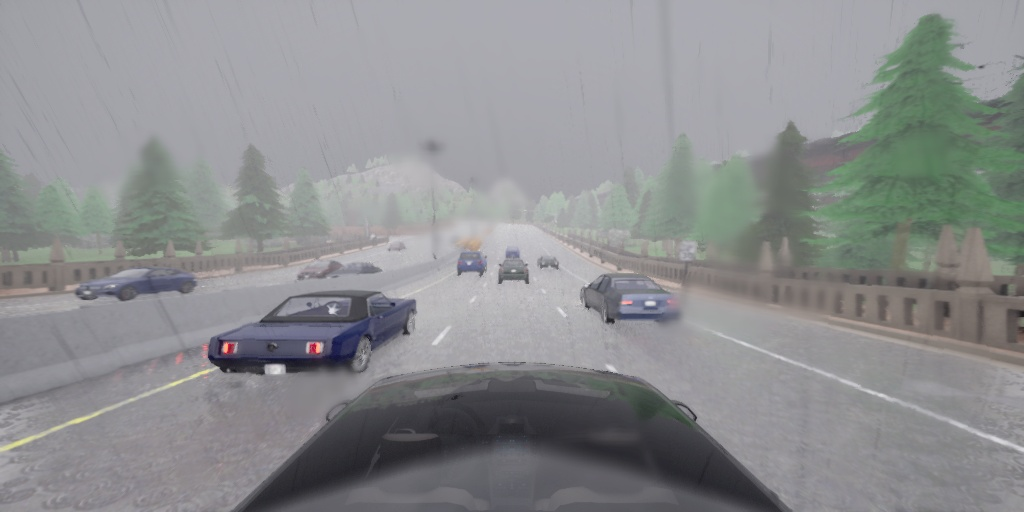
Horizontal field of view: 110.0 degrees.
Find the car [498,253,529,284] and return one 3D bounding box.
[{"bbox_3d":[0.101,0.914,25.701,2.097,1.767,4.553,0,2,0],"label":"car"}]

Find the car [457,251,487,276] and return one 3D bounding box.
[{"bbox_3d":[-3.403,0.537,31.203,2.150,2.045,5.566,0,3,0],"label":"car"}]

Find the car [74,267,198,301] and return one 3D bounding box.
[{"bbox_3d":[-17.600,1.250,17.184,1.812,1.442,4.674,0,0,0],"label":"car"}]

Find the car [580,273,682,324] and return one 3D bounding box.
[{"bbox_3d":[3.599,1.278,11.839,2.033,1.411,5.357,0,0,0],"label":"car"}]

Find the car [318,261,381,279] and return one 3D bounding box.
[{"bbox_3d":[-10.601,1.148,24.491,2.033,1.411,5.357,0,2,0],"label":"car"}]

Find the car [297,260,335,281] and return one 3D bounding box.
[{"bbox_3d":[-14.098,1.042,26.944,1.812,1.442,4.674,0,2,0],"label":"car"}]

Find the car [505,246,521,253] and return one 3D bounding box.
[{"bbox_3d":[0.097,-0.553,46.760,1.882,1.535,5.008,0,7,0],"label":"car"}]

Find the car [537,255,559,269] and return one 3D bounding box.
[{"bbox_3d":[3.596,0.565,36.470,1.895,1.301,4.718,0,4,0],"label":"car"}]

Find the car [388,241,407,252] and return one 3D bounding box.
[{"bbox_3d":[-17.532,-1.471,55.005,1.812,1.442,4.674,0,7,1],"label":"car"}]

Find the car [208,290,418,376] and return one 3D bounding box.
[{"bbox_3d":[-3.401,1.340,7.384,1.895,1.301,4.718,0,0,0],"label":"car"}]
